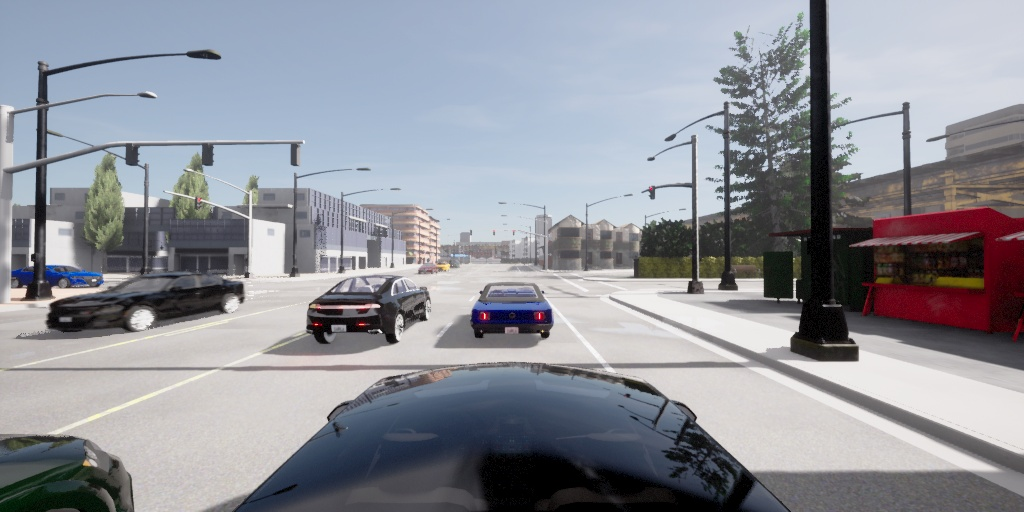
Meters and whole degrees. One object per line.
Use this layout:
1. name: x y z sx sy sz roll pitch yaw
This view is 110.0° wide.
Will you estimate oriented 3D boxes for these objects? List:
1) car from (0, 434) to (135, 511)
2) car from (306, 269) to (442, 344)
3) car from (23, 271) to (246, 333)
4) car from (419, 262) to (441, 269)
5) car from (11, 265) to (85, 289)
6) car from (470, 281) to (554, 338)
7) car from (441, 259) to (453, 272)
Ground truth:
1. car: -3.373 1.314 0.502 1.994 1.385 4.181 0 0 -1
2. car: -3.506 1.257 9.670 2.128 1.511 4.902 0 0 0
3. car: -10.684 1.253 11.056 1.882 1.535 5.008 0 0 -1
4. car: -11.027 1.638 47.441 1.812 1.442 4.674 0 0 -1
5. car: -29.735 1.315 23.381 5.008 1.535 1.882 0 -1 0
6. car: -0.006 1.365 10.147 1.895 1.301 4.718 0 0 0
7. car: -11.112 1.647 56.959 1.882 1.535 5.008 0 0 0
